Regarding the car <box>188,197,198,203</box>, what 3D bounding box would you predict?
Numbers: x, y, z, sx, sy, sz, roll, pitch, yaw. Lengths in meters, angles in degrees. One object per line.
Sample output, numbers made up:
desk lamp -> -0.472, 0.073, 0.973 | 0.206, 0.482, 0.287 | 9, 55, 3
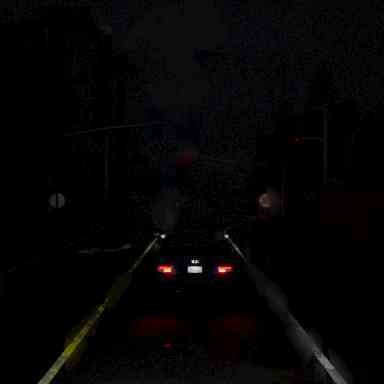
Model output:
car -> 0.219, 1.600, 69.713 | 1.895, 1.301, 4.718 | 0, 0, 0

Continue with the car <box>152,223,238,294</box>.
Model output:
car -> 0.074, 1.547, 8.941 | 2.033, 1.411, 5.357 | 0, 0, 0

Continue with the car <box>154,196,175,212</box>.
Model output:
car -> -3.212, 1.505, 38.208 | 1.837, 1.490, 4.892 | -1, 0, -5

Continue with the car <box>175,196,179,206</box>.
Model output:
car -> -3.501, 1.504, 52.794 | 1.837, 1.490, 4.892 | 0, 0, 0
